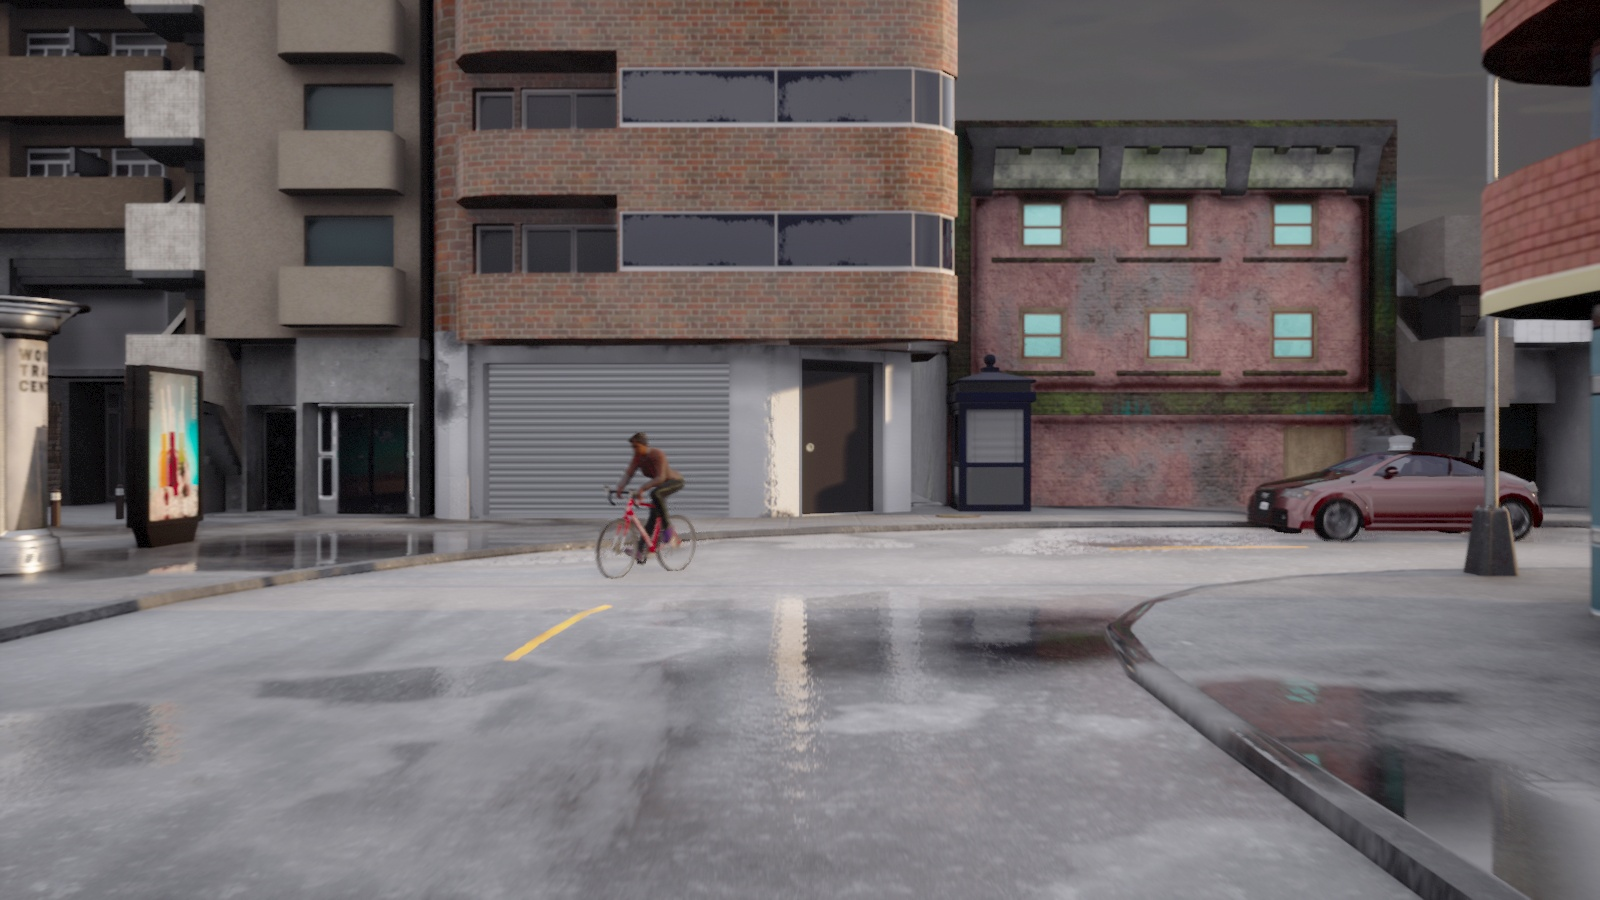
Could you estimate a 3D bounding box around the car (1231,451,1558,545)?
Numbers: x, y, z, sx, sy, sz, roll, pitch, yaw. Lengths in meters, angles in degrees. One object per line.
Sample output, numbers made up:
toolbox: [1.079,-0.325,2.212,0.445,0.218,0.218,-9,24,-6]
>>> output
car: [9.215,0.712,19.719,4.181,1.385,1.994,0,0,-1]

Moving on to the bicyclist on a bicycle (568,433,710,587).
bicyclist on a bicycle: [-1.778,0.624,14.086,0.582,1.620,1.656,2,2,36]
